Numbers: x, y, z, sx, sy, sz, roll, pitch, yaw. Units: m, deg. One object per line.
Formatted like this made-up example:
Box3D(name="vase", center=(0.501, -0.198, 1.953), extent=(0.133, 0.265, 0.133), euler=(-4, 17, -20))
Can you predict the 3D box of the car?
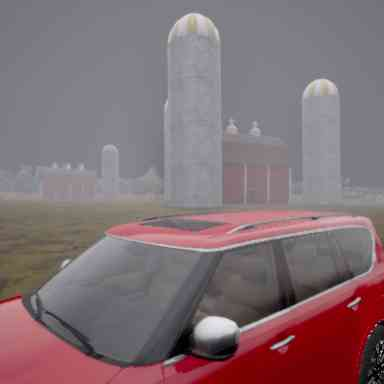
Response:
Box3D(name="car", center=(0.042, 1.257, 3.158), extent=(5.566, 2.045, 2.150), euler=(0, -1, -40))
